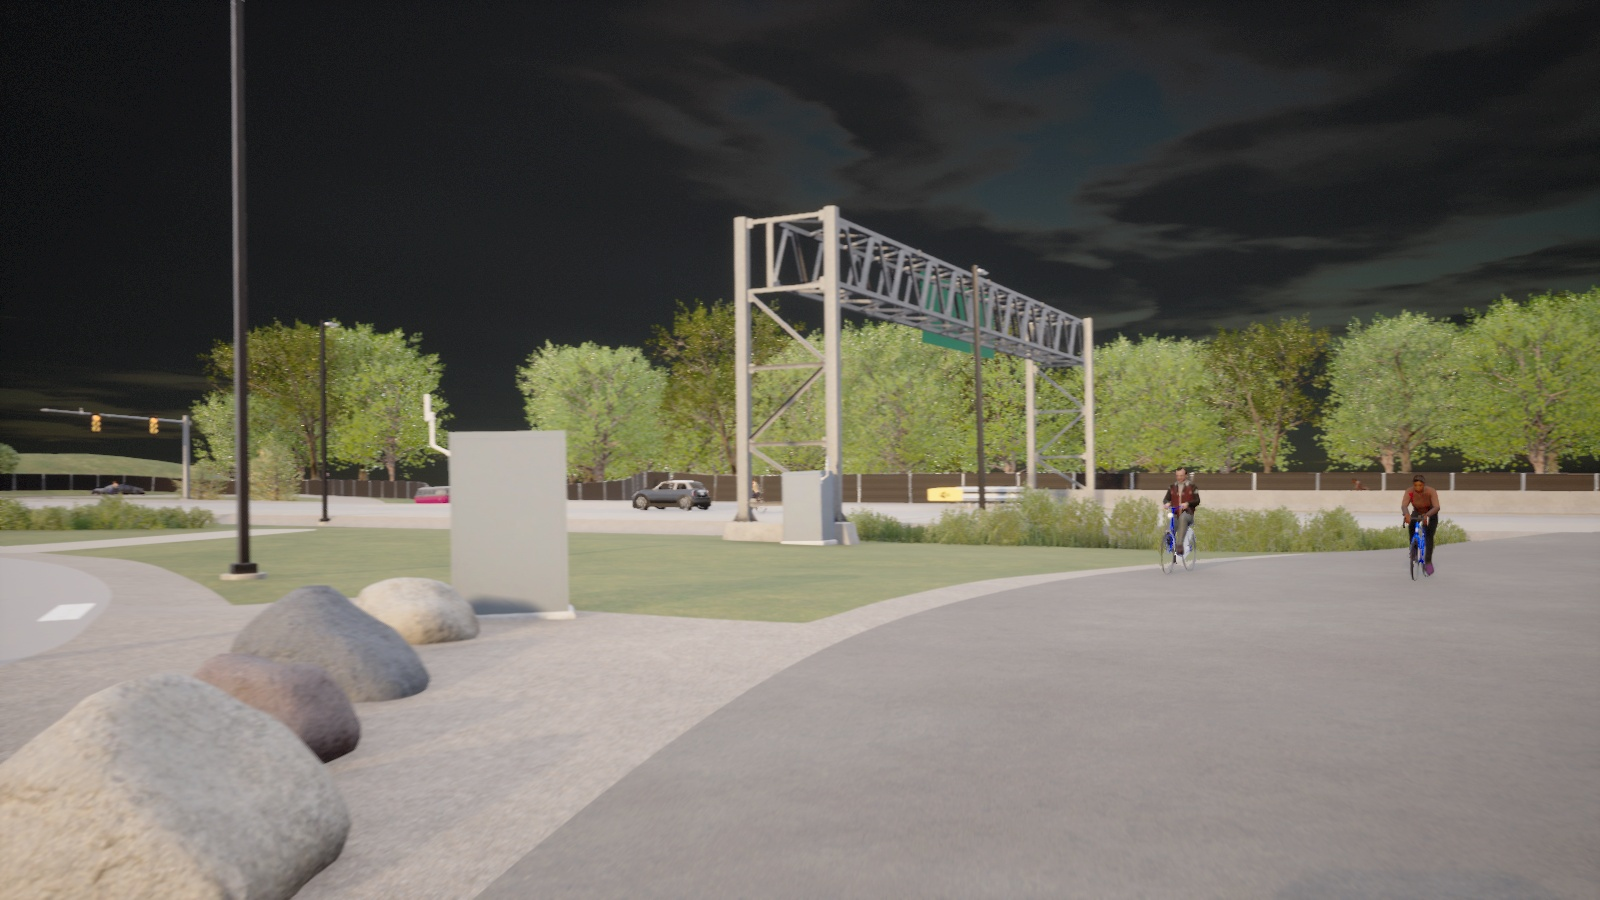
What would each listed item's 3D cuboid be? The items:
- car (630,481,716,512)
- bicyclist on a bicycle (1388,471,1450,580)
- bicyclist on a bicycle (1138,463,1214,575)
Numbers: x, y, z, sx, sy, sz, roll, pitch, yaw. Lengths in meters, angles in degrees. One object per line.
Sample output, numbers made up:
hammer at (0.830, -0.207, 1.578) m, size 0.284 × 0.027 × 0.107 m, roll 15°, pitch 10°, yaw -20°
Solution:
car at (-6.317, 2.290, 62.432) m, size 3.806 × 1.475 × 1.970 m, roll -1°, pitch -1°, yaw 27°
bicyclist on a bicycle at (9.627, 1.138, 19.518) m, size 0.582 × 1.620 × 1.656 m, roll -1°, pitch -1°, yaw 36°
bicyclist on a bicycle at (6.250, 1.121, 20.808) m, size 0.659 × 1.776 × 1.843 m, roll -2°, pitch -3°, yaw 34°
